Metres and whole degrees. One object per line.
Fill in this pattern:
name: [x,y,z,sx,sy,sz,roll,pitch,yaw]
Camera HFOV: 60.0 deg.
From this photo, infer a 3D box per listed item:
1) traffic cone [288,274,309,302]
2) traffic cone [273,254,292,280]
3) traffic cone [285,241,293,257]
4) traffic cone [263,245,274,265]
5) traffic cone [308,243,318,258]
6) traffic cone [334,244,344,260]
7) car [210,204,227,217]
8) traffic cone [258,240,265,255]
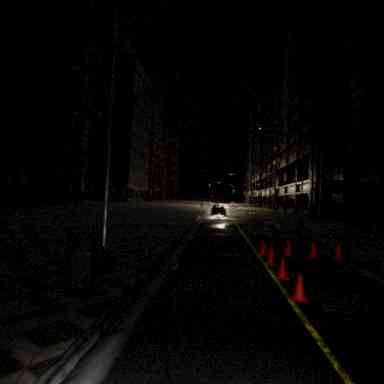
traffic cone: [2.472,2.167,7.621,0.340,0.580,0.340,3,-1,4]
traffic cone: [2.621,2.198,9.615,0.340,0.580,0.340,3,-1,4]
traffic cone: [3.916,2.307,13.527,0.340,0.580,0.340,3,-1,4]
traffic cone: [2.771,2.229,11.609,0.340,0.580,0.340,3,-1,4]
traffic cone: [4.912,2.354,13.452,0.340,0.580,0.340,3,-1,4]
traffic cone: [5.908,2.401,13.376,0.340,0.580,0.340,3,-1,4]
car: [3.196,2.191,40.074,2.033,1.411,5.357,3,-1,4]
traffic cone: [2.920,2.260,13.603,0.340,0.580,0.340,3,-1,4]
